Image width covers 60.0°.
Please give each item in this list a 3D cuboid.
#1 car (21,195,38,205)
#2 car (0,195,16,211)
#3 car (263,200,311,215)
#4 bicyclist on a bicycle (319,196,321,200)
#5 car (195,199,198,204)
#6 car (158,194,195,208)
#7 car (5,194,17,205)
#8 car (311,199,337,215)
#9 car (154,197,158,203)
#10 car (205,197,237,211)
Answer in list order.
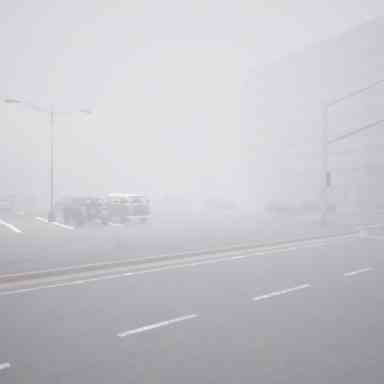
[{"bbox_3d":[-27.173,1.209,55.422,1.932,1.855,4.605,0,0,-35],"label":"car"},{"bbox_3d":[-21.703,1.451,37.968,1.970,1.475,3.806,0,0,-35],"label":"car"},{"bbox_3d":[9.406,1.581,34.141,1.812,1.442,4.674,0,0,-36],"label":"car"},{"bbox_3d":[16.620,1.356,42.913,1.656,1.620,0.582,0,0,-35],"label":"bicyclist on a bicycle"},{"bbox_3d":[-0.972,1.603,61.035,2.033,1.411,5.357,0,0,-35],"label":"car"},{"bbox_3d":[-2.443,1.275,50.779,2.150,2.045,5.566,0,0,-36],"label":"car"},{"bbox_3d":[-29.569,1.212,53.797,1.905,1.878,3.866,0,0,-35],"label":"car"},{"bbox_3d":[12.904,1.533,35.572,1.882,1.535,5.008,0,0,-35],"label":"car"},{"bbox_3d":[-4.131,1.548,59.443,2.128,1.511,4.902,0,0,-35],"label":"car"},{"bbox_3d":[3.650,1.407,42.202,2.097,1.767,4.553,0,0,-35],"label":"car"}]
